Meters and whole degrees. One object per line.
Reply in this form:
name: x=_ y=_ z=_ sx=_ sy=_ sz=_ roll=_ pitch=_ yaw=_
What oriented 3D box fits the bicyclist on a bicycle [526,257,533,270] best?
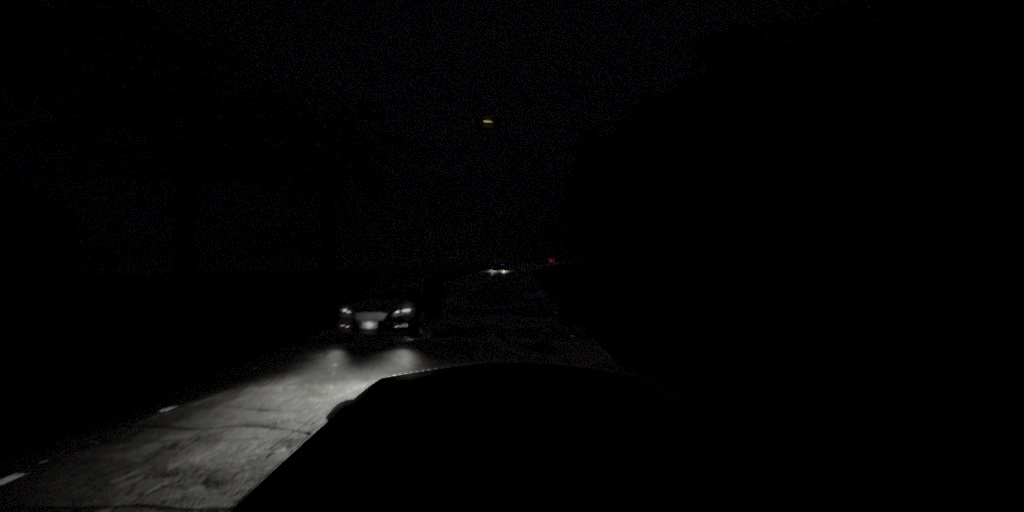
bicyclist on a bicycle: x=2.292 y=1.070 z=51.663 sx=0.659 sy=1.776 sz=1.843 roll=0 pitch=0 yaw=7

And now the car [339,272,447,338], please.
car: x=-3.095 y=1.239 z=10.230 sx=2.128 sy=1.511 sz=4.902 roll=0 pitch=0 yaw=0

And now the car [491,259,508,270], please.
car: x=-1.737 y=1.173 z=50.827 sx=1.882 sy=1.535 sz=5.008 roll=0 pitch=0 yaw=7

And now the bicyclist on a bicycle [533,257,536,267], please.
bicyclist on a bicycle: x=3.712 y=1.040 z=60.401 sx=0.659 sy=1.776 sz=1.843 roll=0 pitch=1 yaw=11
